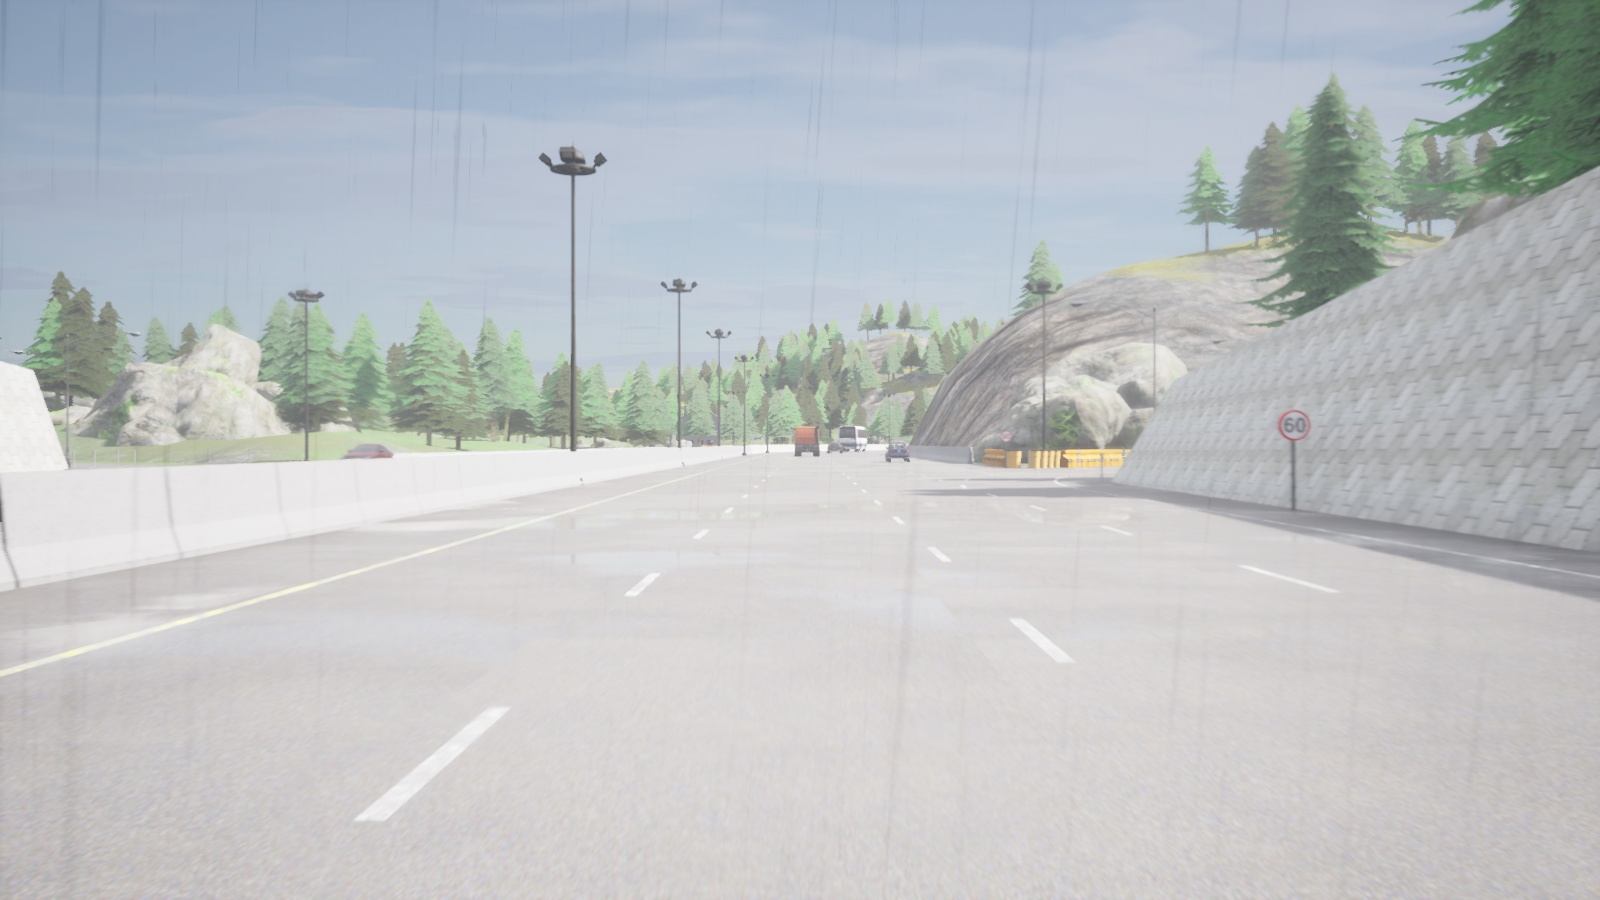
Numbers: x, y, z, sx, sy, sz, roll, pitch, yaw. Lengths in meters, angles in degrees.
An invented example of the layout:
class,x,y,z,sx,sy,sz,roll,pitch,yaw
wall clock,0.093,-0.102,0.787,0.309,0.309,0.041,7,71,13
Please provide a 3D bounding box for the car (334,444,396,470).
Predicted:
class,x,y,z,sx,sy,sz,roll,pitch,yaw
car,-24.089,0.364,69.734,1.812,1.442,4.674,0,0,0

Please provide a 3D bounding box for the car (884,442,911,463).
class,x,y,z,sx,sy,sz,roll,pitch,yaw
car,7.571,0.186,97.768,1.789,1.549,3.705,0,0,0
